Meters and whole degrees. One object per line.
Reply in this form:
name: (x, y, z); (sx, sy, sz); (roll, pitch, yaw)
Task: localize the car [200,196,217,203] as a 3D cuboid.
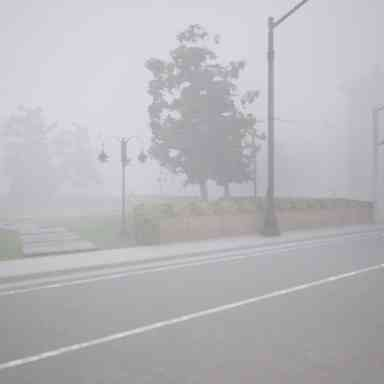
car: (2.900, 1.483, 55.522); (1.882, 1.535, 5.008); (0, 0, -34)
